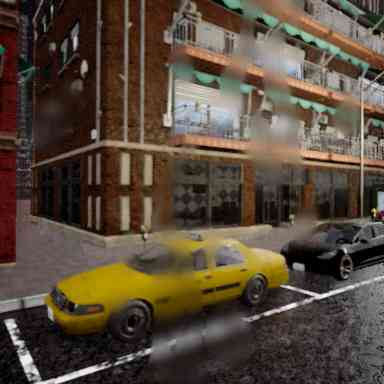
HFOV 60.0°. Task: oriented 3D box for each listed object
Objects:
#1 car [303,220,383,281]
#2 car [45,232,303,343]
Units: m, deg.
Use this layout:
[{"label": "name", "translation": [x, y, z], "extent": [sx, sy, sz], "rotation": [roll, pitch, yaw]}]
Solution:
[{"label": "car", "translation": [4.503, 1.521, 9.753], "extent": [4.313, 1.339, 1.947], "rotation": [0, 1, -35]}, {"label": "car", "translation": [-0.173, 1.509, 6.421], "extent": [4.829, 1.417, 1.752], "rotation": [0, 1, -35]}]
